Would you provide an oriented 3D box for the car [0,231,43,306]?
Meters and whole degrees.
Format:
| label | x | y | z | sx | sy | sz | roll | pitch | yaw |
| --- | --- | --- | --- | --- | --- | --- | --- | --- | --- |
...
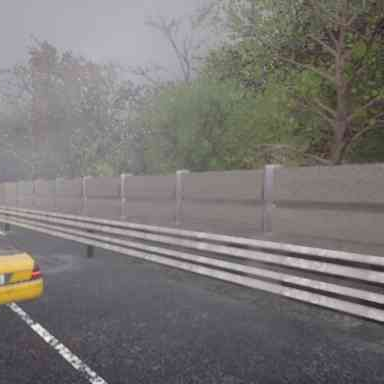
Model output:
| label | x | y | z | sx | sy | sz | roll | pitch | yaw |
| --- | --- | --- | --- | --- | --- | --- | --- | --- | --- |
| car | -4.980 | 1.412 | 7.307 | 1.801 | 1.575 | 5.366 | 0 | 0 | -43 |
